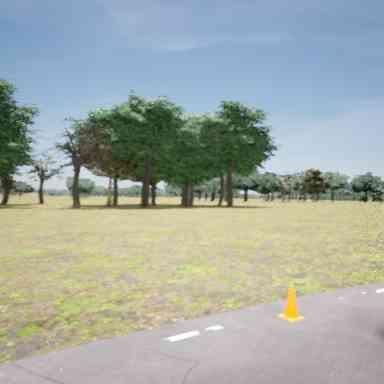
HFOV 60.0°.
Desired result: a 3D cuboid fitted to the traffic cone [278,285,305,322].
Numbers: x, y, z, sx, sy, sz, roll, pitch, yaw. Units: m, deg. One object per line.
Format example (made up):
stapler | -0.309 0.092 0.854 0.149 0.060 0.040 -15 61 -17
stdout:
traffic cone | 1.803 1.977 6.018 0.340 0.580 0.340 1 0 -30
